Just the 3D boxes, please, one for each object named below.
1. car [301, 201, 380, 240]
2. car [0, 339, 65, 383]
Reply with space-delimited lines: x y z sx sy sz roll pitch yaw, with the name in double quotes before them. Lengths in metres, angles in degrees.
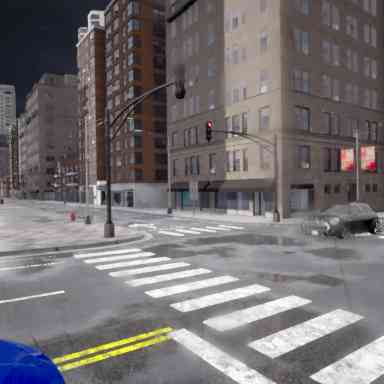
"car" 7.662 1.351 17.130 4.553 1.767 2.097 0 0 -35
"car" -3.077 1.478 1.253 5.008 1.535 1.882 0 0 -35
